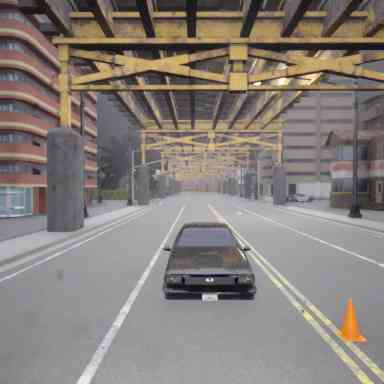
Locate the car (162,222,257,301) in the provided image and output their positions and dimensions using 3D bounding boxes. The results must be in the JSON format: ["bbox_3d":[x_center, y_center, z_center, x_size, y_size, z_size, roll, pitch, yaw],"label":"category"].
[{"bbox_3d":[0.361,1.533,8.748,2.033,1.411,5.357,0,0,1],"label":"car"}]

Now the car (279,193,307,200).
[{"bbox_3d":[17.854,0.800,58.997,4.536,1.218,1.853,0,1,25],"label":"car"}]

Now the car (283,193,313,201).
[{"bbox_3d":[17.508,0.847,54.880,4.536,1.218,1.853,0,1,-20],"label":"car"}]

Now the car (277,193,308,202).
[{"bbox_3d":[17.807,0.958,59.020,4.974,1.542,2.038,0,1,25],"label":"car"}]

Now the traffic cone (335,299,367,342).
[{"bbox_3d":[2.453,1.949,5.141,0.340,0.580,0.340,0,0,0],"label":"traffic cone"}]

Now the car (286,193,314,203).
[{"bbox_3d":[17.459,1.005,54.864,4.974,1.542,2.038,0,1,-20],"label":"car"}]
